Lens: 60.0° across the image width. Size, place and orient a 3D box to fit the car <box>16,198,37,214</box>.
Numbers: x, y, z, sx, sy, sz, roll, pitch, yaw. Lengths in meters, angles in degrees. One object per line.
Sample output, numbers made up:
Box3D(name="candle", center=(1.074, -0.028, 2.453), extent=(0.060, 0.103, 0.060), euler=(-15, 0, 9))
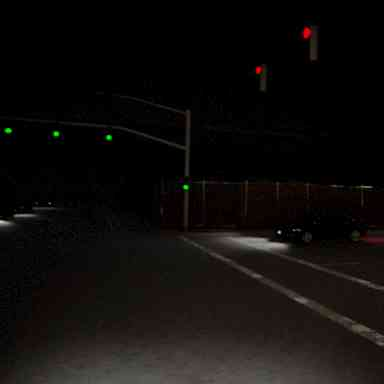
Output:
Box3D(name="car", center=(-18.320, 1.515, 35.550), extent=(1.812, 1.442, 4.674), euler=(1, 0, -16))

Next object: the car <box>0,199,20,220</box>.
Box3D(name="car", center=(-15.946, 1.516, 27.252), extent=(1.994, 1.385, 4.181), euler=(1, -1, -16))

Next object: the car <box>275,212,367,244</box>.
Box3D(name="car", center=(6.727, 1.804, 17.375), extent=(4.892, 1.490, 1.837), euler=(0, 0, -16))

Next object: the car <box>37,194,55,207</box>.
Box3D(name="car", center=(-23.222, 1.291, 52.930), extent=(2.150, 2.045, 5.566), euler=(1, -1, -16))

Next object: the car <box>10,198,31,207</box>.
Box3D(name="car", center=(-26.443, 1.578, 51.403), extent=(1.895, 1.301, 4.718), euler=(1, -1, -15))
